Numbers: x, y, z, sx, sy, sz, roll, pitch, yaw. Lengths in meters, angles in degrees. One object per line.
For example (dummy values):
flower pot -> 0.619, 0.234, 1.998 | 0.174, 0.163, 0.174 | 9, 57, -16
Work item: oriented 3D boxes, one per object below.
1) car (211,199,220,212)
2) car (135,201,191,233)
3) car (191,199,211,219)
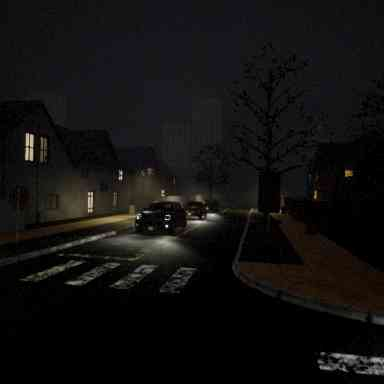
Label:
car -> 2.226, 1.561, 39.587 | 2.128, 1.511, 4.902 | 1, 0, 11
car -> -1.699, 1.335, 19.526 | 2.097, 1.767, 4.553 | 1, 0, 11
car -> 0.222, 1.550, 29.388 | 1.812, 1.442, 4.674 | 1, 0, 11
